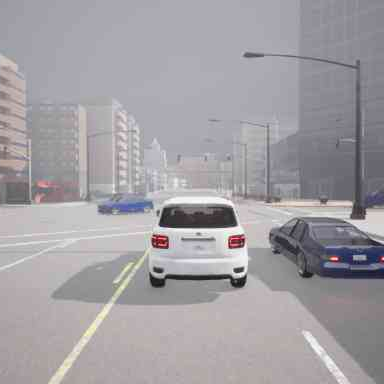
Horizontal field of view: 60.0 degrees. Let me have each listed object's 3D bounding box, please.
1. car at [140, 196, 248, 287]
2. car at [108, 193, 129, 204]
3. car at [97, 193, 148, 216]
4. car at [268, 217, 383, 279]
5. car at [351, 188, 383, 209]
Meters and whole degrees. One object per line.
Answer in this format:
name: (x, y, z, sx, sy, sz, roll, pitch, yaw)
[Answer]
car: (0.147, 1.128, 9.213, 2.150, 2.045, 5.566, 0, 1, 0)
car: (-10.283, 0.877, 47.076, 1.837, 1.490, 4.892, 0, 1, 1)
car: (-5.544, 1.101, 27.975, 5.008, 1.535, 1.882, -1, 1, -44)
car: (3.663, 1.441, 9.755, 2.033, 1.411, 5.357, 0, 1, 0)
car: (19.345, 0.667, 34.002, 5.566, 2.045, 2.150, 0, 1, 1)
